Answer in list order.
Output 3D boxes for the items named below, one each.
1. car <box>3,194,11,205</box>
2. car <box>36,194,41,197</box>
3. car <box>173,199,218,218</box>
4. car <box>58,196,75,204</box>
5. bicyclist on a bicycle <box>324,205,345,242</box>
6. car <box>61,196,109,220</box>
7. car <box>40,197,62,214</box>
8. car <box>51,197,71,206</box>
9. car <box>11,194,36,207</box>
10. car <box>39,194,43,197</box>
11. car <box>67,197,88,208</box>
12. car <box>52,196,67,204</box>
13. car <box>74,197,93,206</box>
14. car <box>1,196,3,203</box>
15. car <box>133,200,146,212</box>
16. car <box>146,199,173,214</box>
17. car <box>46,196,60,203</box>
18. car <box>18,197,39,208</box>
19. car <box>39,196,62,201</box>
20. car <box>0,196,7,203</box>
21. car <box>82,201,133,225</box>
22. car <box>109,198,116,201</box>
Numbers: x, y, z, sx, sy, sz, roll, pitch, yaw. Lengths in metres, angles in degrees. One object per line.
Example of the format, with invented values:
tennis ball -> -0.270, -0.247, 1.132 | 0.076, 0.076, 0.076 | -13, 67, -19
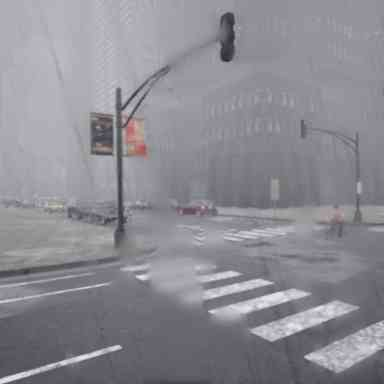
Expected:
car -> -34.878, 1.614, 65.055 | 2.192, 1.841, 5.009 | -2, 1, -36
car -> -37.491, 1.749, 83.384 | 1.752, 1.417, 4.829 | -2, 1, -36
car -> 0.448, 1.399, 30.274 | 1.967, 1.590, 4.097 | -1, 1, -36
car -> -24.780, 1.566, 65.587 | 1.967, 1.590, 4.097 | -2, 1, -36
bicyclist on a bicycle -> 6.407, 1.390, 14.836 | 1.509, 1.612, 0.866 | 0, 0, -35
car -> -9.645, 1.442, 29.734 | 2.192, 1.841, 5.009 | -1, 1, -36
car -> -15.850, 1.691, 38.428 | 1.752, 1.417, 4.829 | -1, 1, -36
car -> -23.067, 1.637, 58.445 | 2.128, 1.511, 4.902 | -1, 0, -36
car -> -28.570, 1.567, 56.225 | 2.192, 1.841, 5.009 | -2, 1, -36
car -> -34.238, 1.749, 78.831 | 2.008, 1.369, 4.403 | -2, 1, -36
car -> -17.491, 1.611, 50.698 | 1.837, 1.490, 4.892 | -1, 0, -34
car -> -27.933, 1.589, 70.002 | 1.967, 1.590, 4.097 | -2, 1, -36
car -> -18.570, 1.606, 56.898 | 1.752, 1.417, 4.829 | -2, 1, -36
car -> -38.027, 1.868, 69.472 | 1.887, 1.381, 4.507 | -2, 1, -36
car -> -5.856, 1.579, 39.103 | 1.802, 1.307, 4.206 | -1, 1, -36
car -> -2.705, 1.418, 34.688 | 1.967, 1.590, 4.097 | -1, 1, -36
car -> -31.086, 1.718, 74.416 | 1.887, 1.381, 4.507 | -2, 1, -36
car -> -25.411, 1.812, 51.812 | 1.802, 1.307, 4.206 | -2, 1, -36
car -> -21.881, 1.737, 51.627 | 1.994, 1.385, 4.181 | -1, 0, -36
car -> -47.492, 1.836, 82.717 | 1.967, 1.590, 4.097 | -2, 1, -36
car -> -6.486, 1.674, 25.322 | 1.947, 1.339, 4.313 | -1, 1, -36
car -> -12.164, 1.582, 47.931 | 1.887, 1.381, 4.507 | -2, 1, -36
